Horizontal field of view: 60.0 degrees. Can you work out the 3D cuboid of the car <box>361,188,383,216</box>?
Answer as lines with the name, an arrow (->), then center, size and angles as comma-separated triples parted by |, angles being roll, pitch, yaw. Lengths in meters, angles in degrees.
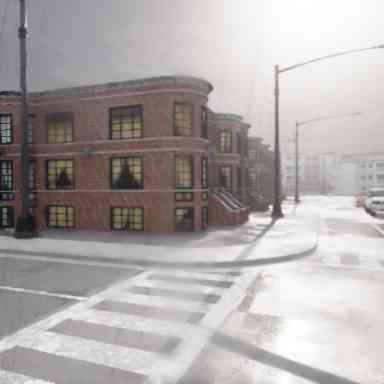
car -> 14.768, 0.733, 25.776 | 2.150, 2.045, 5.566 | 0, 1, 22

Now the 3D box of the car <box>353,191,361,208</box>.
car -> 18.393, 0.698, 35.188 | 2.097, 1.767, 4.553 | 0, 1, 21
